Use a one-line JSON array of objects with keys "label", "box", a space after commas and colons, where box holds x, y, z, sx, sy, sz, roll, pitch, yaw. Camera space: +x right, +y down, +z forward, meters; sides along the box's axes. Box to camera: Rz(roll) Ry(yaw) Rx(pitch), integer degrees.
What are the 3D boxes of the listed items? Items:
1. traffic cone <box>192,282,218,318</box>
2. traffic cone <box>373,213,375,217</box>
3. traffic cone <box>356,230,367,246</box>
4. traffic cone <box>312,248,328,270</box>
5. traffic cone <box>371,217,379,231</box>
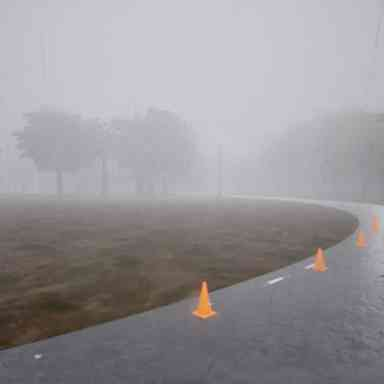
[{"label": "traffic cone", "box": [0.237, 1.943, 6.108, 0.340, 0.580, 0.340, -1, 0, -41]}, {"label": "traffic cone", "box": [11.539, 1.603, 21.092, 0.340, 0.580, 0.340, 0, 1, 25]}, {"label": "traffic cone", "box": [6.650, 1.780, 13.023, 0.340, 0.580, 0.340, 0, 1, 37]}, {"label": "traffic cone", "box": [3.618, 1.871, 9.401, 0.340, 0.580, 0.340, 0, 1, 43]}, {"label": "traffic cone", "box": [9.300, 1.691, 16.933, 0.340, 0.580, 0.340, 0, 1, 31]}]
